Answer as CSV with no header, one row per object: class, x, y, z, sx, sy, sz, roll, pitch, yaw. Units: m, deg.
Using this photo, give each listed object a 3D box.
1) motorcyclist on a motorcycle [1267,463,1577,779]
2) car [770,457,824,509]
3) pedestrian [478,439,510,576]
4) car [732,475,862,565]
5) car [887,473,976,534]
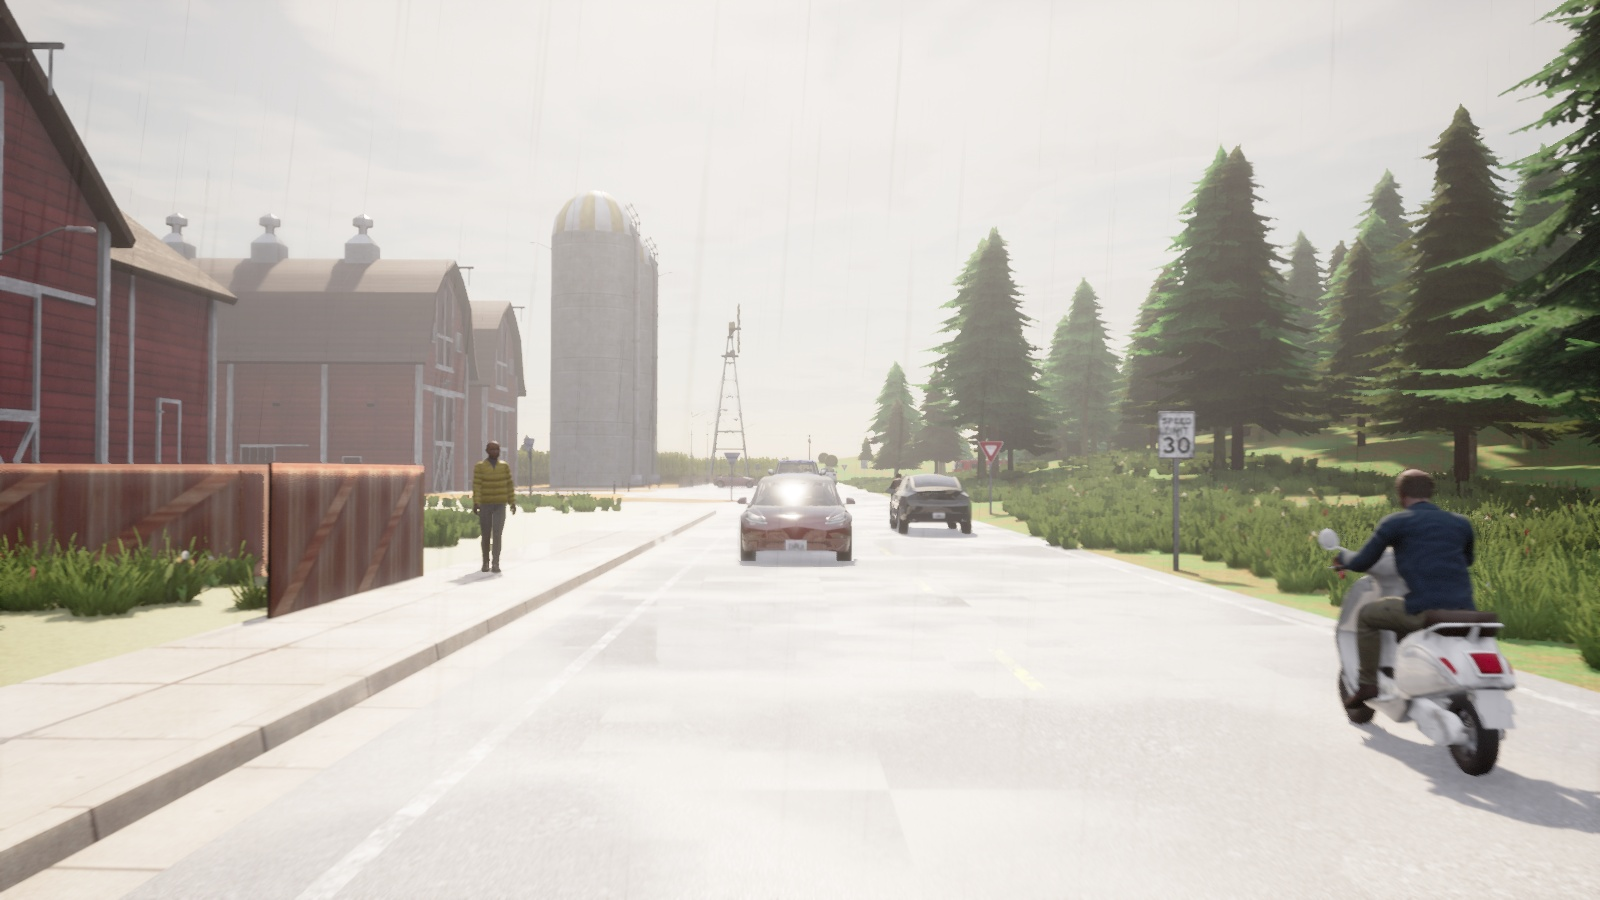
motorcyclist on a motorcycle,3.481,0.878,7.257,0.866,1.590,1.817,0,-1,0
car,-0.127,1.393,53.119,2.150,2.045,5.566,0,-1,0
pedestrian,-4.203,0.781,17.248,0.370,1.835,0.726,0,-1,-18
car,-0.057,1.213,23.326,2.163,1.488,4.792,0,-1,0
car,3.418,1.376,33.413,1.837,1.490,4.892,0,-1,0
